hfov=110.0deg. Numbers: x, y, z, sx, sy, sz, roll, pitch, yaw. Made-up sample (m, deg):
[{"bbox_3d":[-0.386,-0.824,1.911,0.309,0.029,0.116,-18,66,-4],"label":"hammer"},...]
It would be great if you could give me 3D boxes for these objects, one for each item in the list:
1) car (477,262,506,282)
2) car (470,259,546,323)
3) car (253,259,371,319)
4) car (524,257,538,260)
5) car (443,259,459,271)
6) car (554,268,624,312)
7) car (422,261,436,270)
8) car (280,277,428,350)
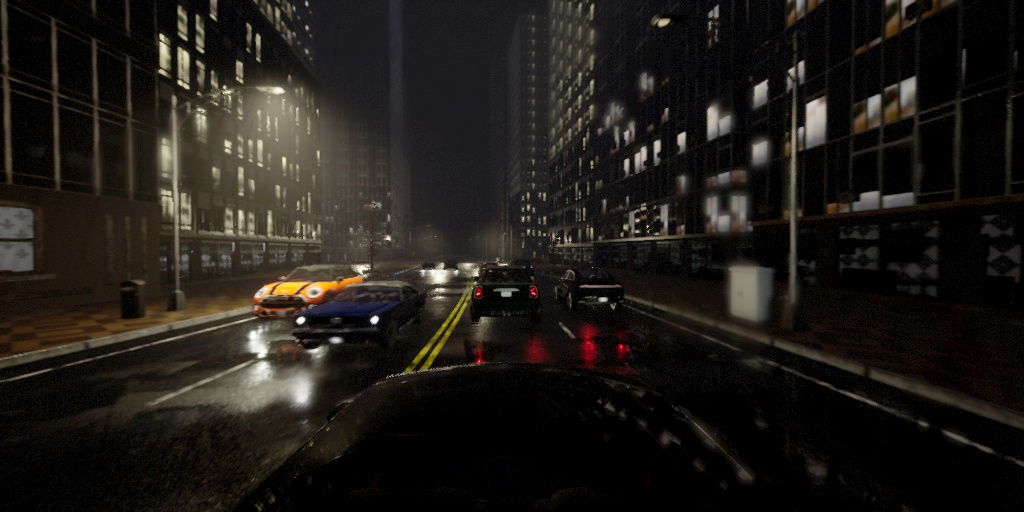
[{"bbox_3d":[-1.840,1.279,30.159,2.033,1.411,5.357,0,0,-7],"label":"car"},{"bbox_3d":[-0.266,1.098,12.286,2.097,1.767,4.553,0,0,-3],"label":"car"},{"bbox_3d":[-6.993,1.115,12.889,2.097,1.767,4.553,0,0,-4],"label":"car"},{"bbox_3d":[0.743,1.067,34.903,2.097,1.767,4.553,0,0,-8],"label":"car"},{"bbox_3d":[-8.585,1.208,50.421,1.882,1.535,5.008,0,0,-10],"label":"car"},{"bbox_3d":[2.891,1.227,14.281,2.128,1.511,4.902,0,0,-3],"label":"car"},{"bbox_3d":[-12.549,1.342,54.343,1.895,1.301,4.718,0,0,-9],"label":"car"},{"bbox_3d":[-3.552,1.356,9.277,1.895,1.301,4.718,0,0,-2],"label":"car"}]
